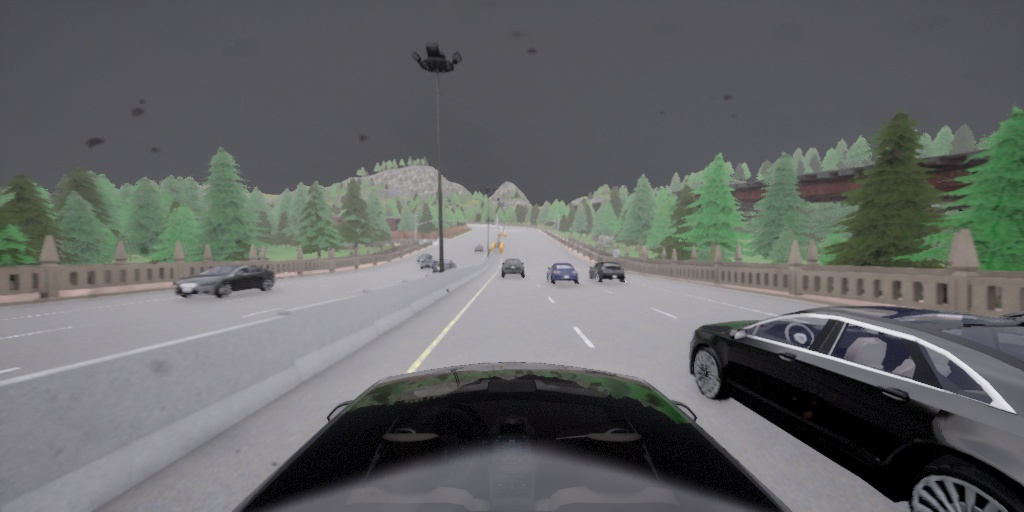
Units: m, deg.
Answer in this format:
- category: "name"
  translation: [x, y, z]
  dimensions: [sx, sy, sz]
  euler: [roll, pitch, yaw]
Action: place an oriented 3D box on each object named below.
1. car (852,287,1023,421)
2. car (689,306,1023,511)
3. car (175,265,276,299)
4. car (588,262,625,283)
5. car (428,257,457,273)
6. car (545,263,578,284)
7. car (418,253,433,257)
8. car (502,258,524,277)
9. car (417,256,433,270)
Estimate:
- category: "car"
  translation: [7.099, 1.272, 4.191]
  dimensions: [1.812, 1.442, 4.674]
  euler: [0, 0, 0]
- category: "car"
  translation: [3.599, 1.237, 3.508]
  dimensions: [2.128, 1.511, 4.902]
  euler: [0, 0, 0]
- category: "car"
  translation: [-14.102, 1.200, 18.011]
  dimensions: [2.128, 1.511, 4.902]
  euler: [0, 0, 0]
- category: "car"
  translation: [7.092, 1.185, 27.195]
  dimensions: [1.837, 1.490, 4.892]
  euler: [0, 0, 0]
- category: "car"
  translation: [-7.095, 1.144, 38.260]
  dimensions: [2.128, 1.511, 4.902]
  euler: [0, 0, 0]
- category: "car"
  translation: [3.593, 1.212, 25.884]
  dimensions: [1.812, 1.442, 4.674]
  euler: [0, 0, 0]
- category: "car"
  translation: [-14.060, 0.364, 58.172]
  dimensions: [2.128, 1.511, 4.902]
  euler: [0, 4, 1]
- category: "car"
  translation: [0.090, 1.015, 34.515]
  dimensions: [2.097, 1.767, 4.553]
  euler: [0, 0, 0]
- category: "car"
  translation: [-10.584, 1.067, 46.805]
  dimensions: [1.994, 1.385, 4.181]
  euler: [0, 2, 0]
